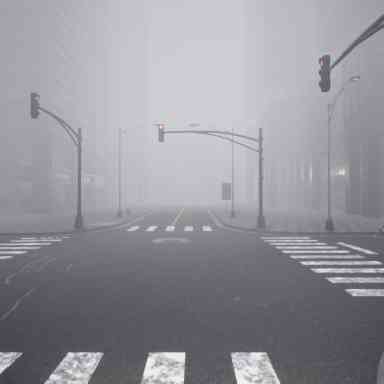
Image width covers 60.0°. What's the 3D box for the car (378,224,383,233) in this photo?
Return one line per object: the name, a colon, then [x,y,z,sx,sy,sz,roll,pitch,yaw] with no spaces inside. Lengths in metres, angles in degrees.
car: [11.753,1.564,16.181,4.829,1.417,1.752,0,-1,0]
